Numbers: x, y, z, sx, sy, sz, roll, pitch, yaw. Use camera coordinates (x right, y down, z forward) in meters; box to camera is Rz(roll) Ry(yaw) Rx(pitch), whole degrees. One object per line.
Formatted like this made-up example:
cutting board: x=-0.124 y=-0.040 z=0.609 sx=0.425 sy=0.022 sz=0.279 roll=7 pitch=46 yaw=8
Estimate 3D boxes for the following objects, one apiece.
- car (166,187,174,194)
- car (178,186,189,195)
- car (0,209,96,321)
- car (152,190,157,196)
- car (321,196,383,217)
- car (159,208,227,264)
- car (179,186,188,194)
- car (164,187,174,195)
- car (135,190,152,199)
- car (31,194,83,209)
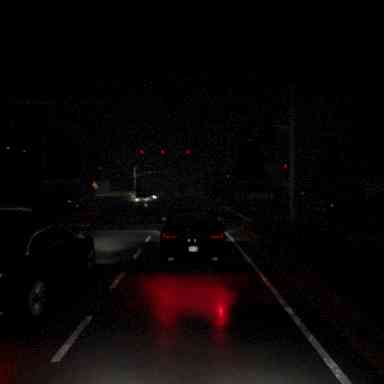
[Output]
car: x=-5.743 y=-0.466 z=87.687 sx=2.097 sy=1.767 sz=4.553 roll=0 pitch=1 yaw=-2
car: x=-1.966 y=-0.310 z=77.235 sx=2.150 sy=2.045 sz=5.566 roll=0 pitch=1 yaw=-2
car: x=-3.471 y=1.351 z=6.948 sx=2.128 sy=1.511 sz=4.902 roll=0 pitch=1 yaw=0
car: x=-8.866 y=0.142 z=73.362 sx=1.895 sy=1.301 sz=4.718 roll=0 pitch=1 yaw=-2
car: x=11.942 y=1.041 z=24.374 sx=4.674 sy=1.442 sz=1.812 roll=0 pitch=1 yaw=-1
car: x=-0.004 y=1.258 z=10.943 sx=1.882 sy=1.535 sz=5.008 roll=0 pitch=1 yaw=-1
car: x=-2.245 y=-0.599 z=87.835 sx=2.150 sy=2.045 sz=5.566 roll=0 pitch=1 yaw=-2
car: x=-5.463 y=0.006 z=77.089 sx=2.033 sy=1.411 sz=5.357 roll=0 pitch=1 yaw=-2
car: x=-8.481 y=0.396 z=57.015 sx=1.812 sy=1.442 sz=4.674 roll=0 pitch=1 yaw=-1
car: x=-11.709 y=0.921 z=28.721 sx=4.902 sy=1.511 sz=2.128 roll=1 pitch=1 yaw=26
